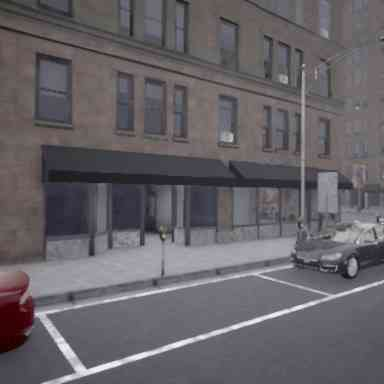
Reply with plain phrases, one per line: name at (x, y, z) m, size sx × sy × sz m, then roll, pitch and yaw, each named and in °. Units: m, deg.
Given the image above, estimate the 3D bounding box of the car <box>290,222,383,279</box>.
car at (4.866, 1.643, 10.241) m, size 4.403 × 1.369 × 2.008 m, roll 1°, pitch 0°, yaw -36°

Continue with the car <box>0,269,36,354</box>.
car at (-4.243, 1.532, 3.739) m, size 4.507 × 1.381 × 1.887 m, roll 1°, pitch 0°, yaw -36°
